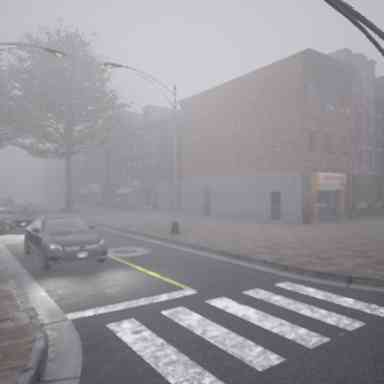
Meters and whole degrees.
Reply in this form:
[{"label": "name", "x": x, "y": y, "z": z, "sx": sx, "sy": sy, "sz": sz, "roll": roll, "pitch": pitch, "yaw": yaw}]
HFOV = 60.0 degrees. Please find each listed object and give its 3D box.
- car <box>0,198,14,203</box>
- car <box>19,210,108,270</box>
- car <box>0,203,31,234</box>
[{"label": "car", "x": -16.189, "y": 1.532, "z": 27.980, "sx": 1.812, "sy": 1.442, "sz": 4.674, "roll": 0, "pitch": 0, "yaw": -35}, {"label": "car", "x": -4.423, "y": 1.505, "z": 11.278, "sx": 1.812, "sy": 1.442, "sz": 4.674, "roll": 0, "pitch": 0, "yaw": -35}, {"label": "car", "x": -10.185, "y": 1.552, "z": 19.458, "sx": 1.994, "sy": 1.385, "sz": 4.181, "roll": 0, "pitch": 0, "yaw": -35}]
